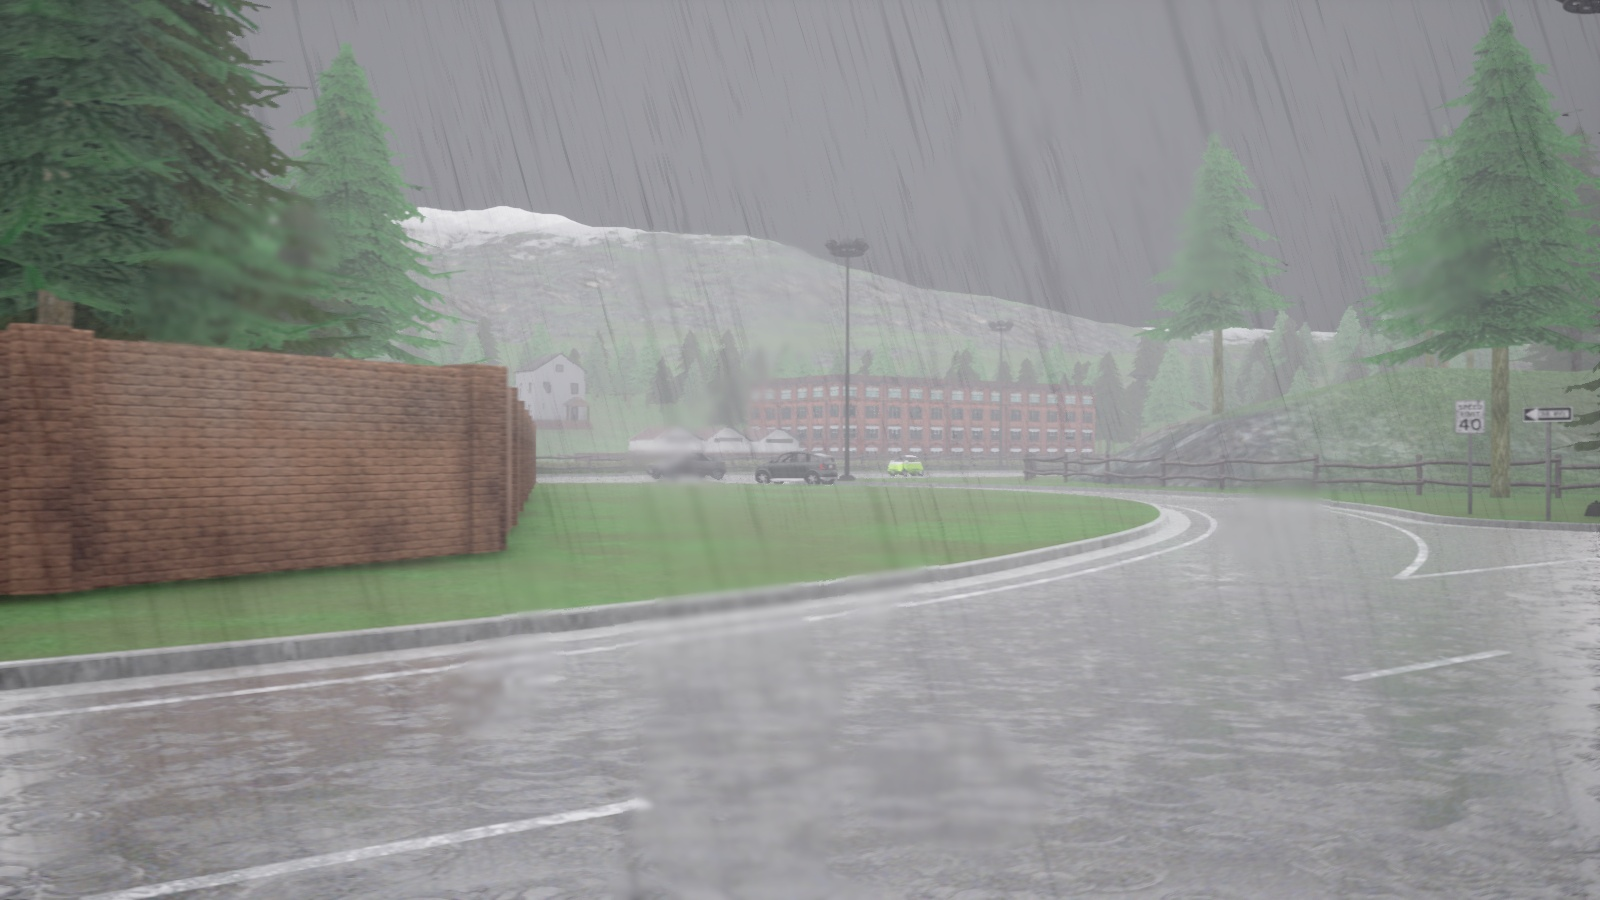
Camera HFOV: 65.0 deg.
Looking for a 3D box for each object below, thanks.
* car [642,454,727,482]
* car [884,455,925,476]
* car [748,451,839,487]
[{"bbox_3d":[-6.167,0.936,67.147,4.193,1.474,1.816,0,0,-35],"label":"car"},{"bbox_3d":[6.679,0.982,80.296,2.207,1.376,1.481,0,0,-35],"label":"car"},{"bbox_3d":[-0.288,0.858,56.733,3.705,1.549,1.789,-1,0,27],"label":"car"}]
